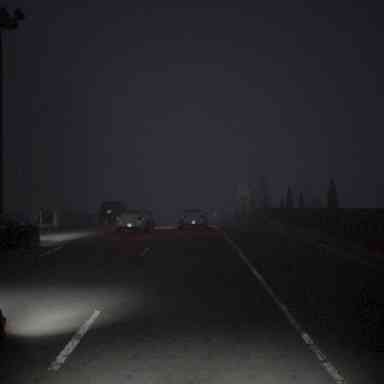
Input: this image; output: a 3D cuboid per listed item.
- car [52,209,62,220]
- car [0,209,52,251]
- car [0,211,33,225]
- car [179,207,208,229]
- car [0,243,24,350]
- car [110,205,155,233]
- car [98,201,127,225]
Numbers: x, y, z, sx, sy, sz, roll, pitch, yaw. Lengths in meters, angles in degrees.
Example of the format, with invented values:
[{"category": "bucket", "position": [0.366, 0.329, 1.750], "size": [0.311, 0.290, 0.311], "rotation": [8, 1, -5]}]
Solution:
[{"category": "car", "position": [-14.006, 2.512, 33.351], "size": [1.837, 1.490, 4.892], "rotation": [0, -6, 0]}, {"category": "car", "position": [-6.902, 1.457, 11.143], "size": [2.128, 1.511, 4.902], "rotation": [0, 0, 0]}, {"category": "car", "position": [-21.003, 3.118, 39.713], "size": [1.812, 1.442, 4.674], "rotation": [0, -7, 0]}, {"category": "car", "position": [0.098, 1.788, 23.082], "size": [1.812, 1.442, 4.674], "rotation": [0, -3, 0]}, {"category": "car", "position": [-3.400, 1.516, 2.531], "size": [1.812, 1.442, 4.674], "rotation": [0, 0, 0]}, {"category": "car", "position": [-3.402, 1.670, 20.429], "size": [1.812, 1.442, 4.674], "rotation": [0, -2, 0]}, {"category": "car", "position": [-6.902, 1.961, 30.406], "size": [2.150, 2.045, 5.566], "rotation": [0, -5, 0]}]
